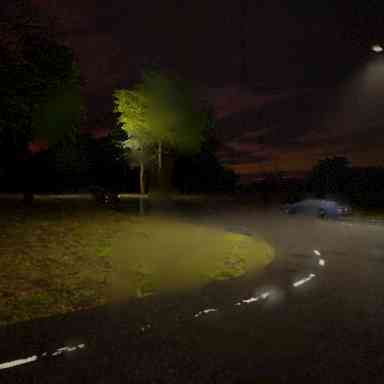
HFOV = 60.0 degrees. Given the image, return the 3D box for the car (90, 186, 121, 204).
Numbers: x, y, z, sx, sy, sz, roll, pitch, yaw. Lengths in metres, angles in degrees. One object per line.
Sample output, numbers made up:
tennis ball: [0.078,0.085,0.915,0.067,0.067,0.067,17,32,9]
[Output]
car: [-10.494,0.512,40.929,2.097,1.767,4.553,-1,2,-35]

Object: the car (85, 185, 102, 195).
car: [-19.065,-0.363,65.008,2.150,2.045,5.566,-1,2,-35]

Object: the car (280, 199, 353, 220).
car: [9.286,1.228,25.237,2.033,1.411,5.357,-1,2,-35]
